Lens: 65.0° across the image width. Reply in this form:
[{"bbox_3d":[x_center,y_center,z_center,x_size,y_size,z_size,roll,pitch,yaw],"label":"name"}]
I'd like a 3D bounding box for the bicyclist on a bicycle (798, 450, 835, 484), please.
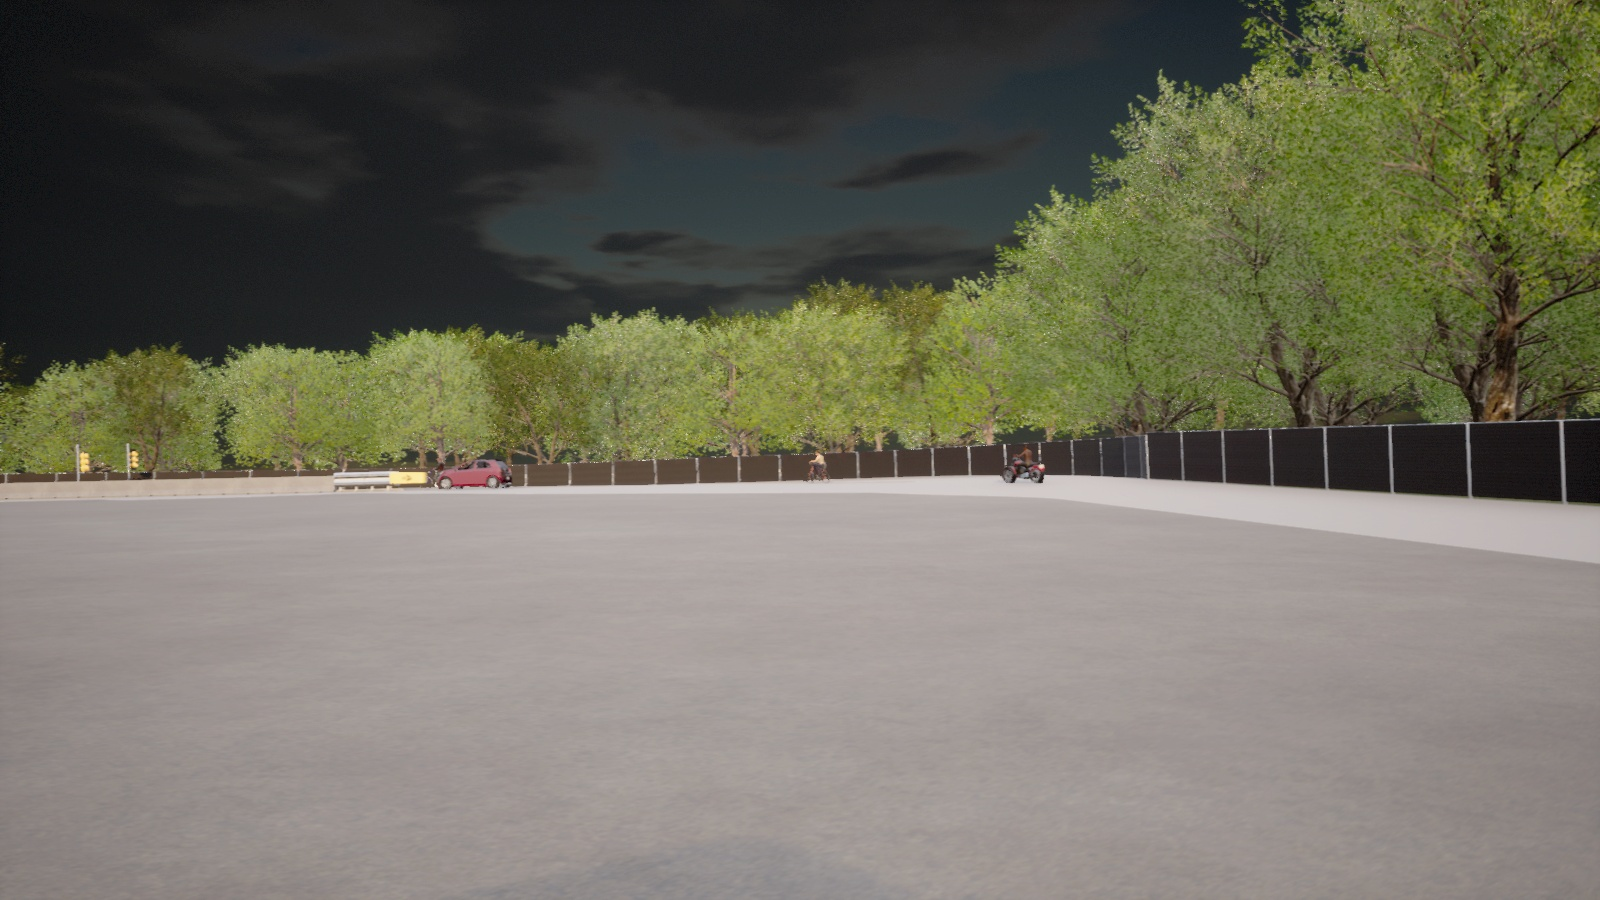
[{"bbox_3d":[0.792,0.825,60.459,1.509,1.612,0.866,-2,0,38],"label":"bicyclist on a bicycle"}]

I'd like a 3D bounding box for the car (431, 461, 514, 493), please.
[{"bbox_3d":[-16.627,1.367,63.898,3.633,1.501,1.845,-2,-1,9],"label":"car"}]

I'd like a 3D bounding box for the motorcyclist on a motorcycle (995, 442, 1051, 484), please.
[{"bbox_3d":[9.122,0.556,51.503,0.766,1.649,2.350,-3,1,-33],"label":"motorcyclist on a motorcycle"}]
